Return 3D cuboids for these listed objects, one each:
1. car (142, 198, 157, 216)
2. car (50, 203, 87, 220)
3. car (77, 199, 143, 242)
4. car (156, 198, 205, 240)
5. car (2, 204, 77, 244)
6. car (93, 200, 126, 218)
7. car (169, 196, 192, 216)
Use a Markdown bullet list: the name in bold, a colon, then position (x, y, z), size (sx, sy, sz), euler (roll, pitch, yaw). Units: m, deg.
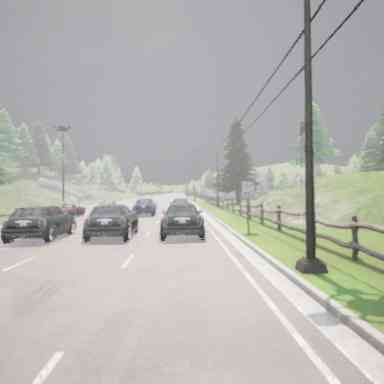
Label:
- **car**: position (-4.611, 1.409, 33.055), size (2.097, 1.767, 4.553), euler (-1, 0, -2)
- **car**: position (-11.552, 1.760, 31.468), size (1.895, 1.301, 4.718), euler (-1, 0, -2)
- **car**: position (-4.010, 1.405, 17.081), size (2.097, 1.767, 4.553), euler (-1, 0, -2)
- **car**: position (-0.513, 1.354, 17.225), size (2.097, 1.767, 4.553), euler (-1, 0, -2)
- **car**: position (-7.500, 1.456, 16.777), size (2.097, 1.767, 4.553), euler (-1, 0, -2)
- **car**: position (-8.115, 1.600, 33.172), size (2.128, 1.511, 4.902), euler (-1, 0, -2)
- **car**: position (-1.115, 1.358, 33.191), size (2.097, 1.767, 4.553), euler (-1, 0, -2)
